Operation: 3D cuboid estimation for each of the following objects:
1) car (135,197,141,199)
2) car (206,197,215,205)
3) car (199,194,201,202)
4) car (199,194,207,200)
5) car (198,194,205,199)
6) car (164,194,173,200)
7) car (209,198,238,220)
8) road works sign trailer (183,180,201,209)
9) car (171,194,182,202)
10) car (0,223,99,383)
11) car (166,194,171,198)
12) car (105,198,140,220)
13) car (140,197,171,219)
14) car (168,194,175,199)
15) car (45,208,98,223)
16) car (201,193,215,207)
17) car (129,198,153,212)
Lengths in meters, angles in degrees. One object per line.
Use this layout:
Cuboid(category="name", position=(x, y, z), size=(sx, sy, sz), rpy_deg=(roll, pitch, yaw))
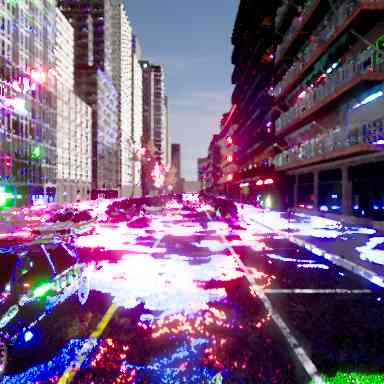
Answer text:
Cuboid(category="car", position=(-5.700, 1.324, 32.216), size=(1.967, 1.590, 4.097), rpy_deg=(0, 0, 0))
Cuboid(category="car", position=(2.681, 1.435, 32.218), size=(2.008, 1.369, 4.403), rpy_deg=(0, 0, 0))
Cuboid(category="car", position=(2.673, 1.383, 59.881), size=(1.802, 1.307, 4.206), rpy_deg=(0, 0, 0))
Cuboid(category="car", position=(2.667, 1.295, 82.010), size=(2.008, 1.369, 4.403), rpy_deg=(0, 0, 0))
Cuboid(category="car", position=(2.664, 1.270, 93.076), size=(2.008, 1.369, 4.403), rpy_deg=(0, 0, 0))
Cuboid(category="car", position=(-5.713, 1.270, 81.839), size=(1.752, 1.417, 4.829), rpy_deg=(0, 0, 0))
Cuboid(category="car", position=(2.682, 1.454, 26.685), size=(2.008, 1.369, 4.403), rpy_deg=(0, 0, 0))
Cuboid(category="road works sign trailer", position=(-0.012, 0.315, 42.480), size=(2.380, 3.560, 2.880), rpy_deg=(0, 0, 0))
Cuboid(category="car", position=(-3.019, 1.294, 69.649), size=(1.812, 1.442, 4.674), rpy_deg=(0, 0, 0))
Cuboid(category="car", position=(-3.056, 1.527, 5.316), size=(2.033, 1.411, 5.357), rpy_deg=(0, 0, 0))
Cuboid(category="car", position=(-5.709, 1.368, 65.412), size=(1.802, 1.307, 4.206), rpy_deg=(0, 0, 0))
Cuboid(category="car", position=(-5.698, 1.454, 26.683), size=(2.008, 1.369, 4.403), rpy_deg=(0, 0, 0))
Cuboid(category="car", position=(-3.104, 1.423, 28.378), size=(1.812, 1.442, 4.674), rpy_deg=(0, 0, 0))
Cuboid(category="car", position=(-5.716, 1.264, 93.074), size=(1.887, 1.381, 4.507), rpy_deg=(0, 0, 0))
Cuboid(category="car", position=(-5.695, 1.467, 15.448), size=(1.752, 1.417, 4.829), rpy_deg=(0, 0, 0))
Cuboid(category="car", position=(2.676, 1.272, 48.814), size=(1.967, 1.590, 4.097), rpy_deg=(0, 0, 0))
Cuboid(category="car", position=(-5.701, 1.417, 37.748), size=(2.008, 1.369, 4.403), rpy_deg=(0, 0, 0))
